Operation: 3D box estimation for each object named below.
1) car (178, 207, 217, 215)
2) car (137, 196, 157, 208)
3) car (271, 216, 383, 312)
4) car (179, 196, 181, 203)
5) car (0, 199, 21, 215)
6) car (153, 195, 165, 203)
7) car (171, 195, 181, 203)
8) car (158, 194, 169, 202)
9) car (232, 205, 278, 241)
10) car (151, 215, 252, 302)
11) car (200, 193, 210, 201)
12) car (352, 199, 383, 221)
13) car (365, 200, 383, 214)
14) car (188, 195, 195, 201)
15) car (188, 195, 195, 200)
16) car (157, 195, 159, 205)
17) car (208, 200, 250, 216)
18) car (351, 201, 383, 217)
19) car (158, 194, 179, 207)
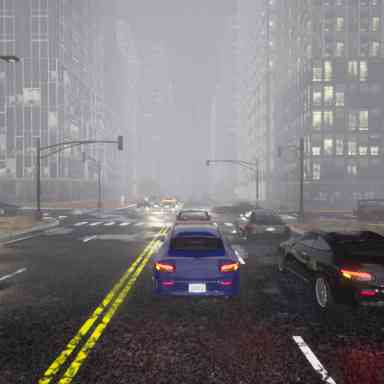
[{"bbox_3d":[0.075,1.591,17.321,1.895,1.301,4.718,0,0,0],"label":"car"},{"bbox_3d":[-6.673,1.513,47.819,2.033,1.411,5.357,0,0,0],"label":"car"},{"bbox_3d":[3.340,1.522,7.590,1.812,1.442,4.674,0,0,0],"label":"car"},{"bbox_3d":[-3.420,1.555,58.596,1.895,1.301,4.718,0,0,0],"label":"car"},{"bbox_3d":[-18.509,1.358,30.991,4.892,1.490,1.837,1,1,2],"label":"car"},{"bbox_3d":[-6.630,1.448,66.911,1.837,1.490,4.892,0,0,0],"label":"car"},{"bbox_3d":[-3.360,1.418,69.124,1.882,1.535,5.008,0,0,0],"label":"car"},{"bbox_3d":[-6.622,1.285,76.836,2.097,1.767,4.553,0,0,0],"label":"car"},{"bbox_3d":[3.329,1.555,16.159,1.994,1.385,4.181,0,0,-1],"label":"car"},{"bbox_3d":[0.088,1.522,8.155,1.812,1.442,4.674,0,0,0],"label":"car"},{"bbox_3d":[3.126,1.144,78.702,2.150,2.045,5.566,0,0,0],"label":"car"},{"bbox_3d":[16.158,1.520,27.904,5.009,1.841,2.192,1,0,1],"label":"car"},{"bbox_3d":[21.754,1.643,36.199,4.829,1.417,1.752,1,0,1],"label":"car"},{"bbox_3d":[-0.125,1.467,78.959,2.033,1.411,5.357,0,0,0],"label":"car"},{"bbox_3d":[-0.141,1.505,89.114,1.895,1.301,4.718,0,0,0],"label":"car"},{"bbox_3d":[-6.672,1.460,57.557,1.837,1.490,4.892,0,0,0],"label":"car"},{"bbox_3d":[4.275,1.630,32.449,4.718,1.301,1.895,0,1,-19],"label":"car"},{"bbox_3d":[18.688,1.698,33.649,4.181,1.385,1.994,1,1,1],"label":"car"},{"bbox_3d":[-3.421,1.442,49.218,1.882,1.535,5.008,0,0,0],"label":"car"}]
